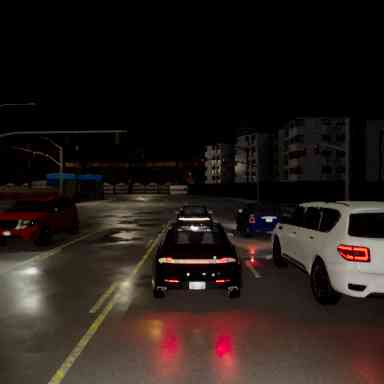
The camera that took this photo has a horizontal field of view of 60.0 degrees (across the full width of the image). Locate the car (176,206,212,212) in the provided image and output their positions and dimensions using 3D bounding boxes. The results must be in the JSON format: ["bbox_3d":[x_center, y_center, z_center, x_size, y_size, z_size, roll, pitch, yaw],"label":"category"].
[{"bbox_3d":[0.111,1.473,17.940,2.128,1.511,4.902,0,0,0],"label":"car"}]

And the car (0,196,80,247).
[{"bbox_3d":[-7.035,1.228,15.460,2.150,2.045,5.566,0,0,1],"label":"car"}]

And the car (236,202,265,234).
[{"bbox_3d":[3.609,1.328,17.663,2.097,1.767,4.553,0,0,0],"label":"car"}]

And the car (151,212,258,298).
[{"bbox_3d":[0.102,1.499,8.527,2.128,1.511,4.902,0,0,0],"label":"car"}]

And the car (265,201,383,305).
[{"bbox_3d":[3.594,1.220,8.240,2.150,2.045,5.566,0,0,0],"label":"car"}]
